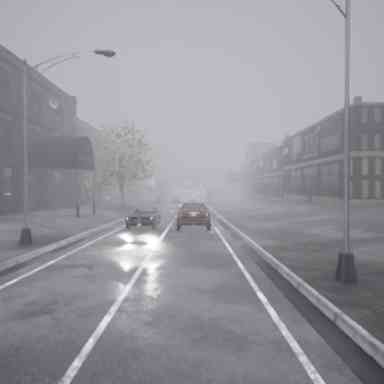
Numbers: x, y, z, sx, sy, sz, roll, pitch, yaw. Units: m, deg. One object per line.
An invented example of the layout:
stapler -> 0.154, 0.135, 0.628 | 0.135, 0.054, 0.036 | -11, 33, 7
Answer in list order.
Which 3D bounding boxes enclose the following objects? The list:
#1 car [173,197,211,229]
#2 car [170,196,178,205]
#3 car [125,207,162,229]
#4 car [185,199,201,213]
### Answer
car -> 0.091, 1.390, 21.876 | 2.097, 1.767, 4.553 | 0, 0, 0
car -> -3.044, 1.599, 62.896 | 1.837, 1.490, 4.892 | 0, 0, 0
car -> -3.106, 1.639, 21.831 | 1.895, 1.301, 4.718 | 0, 0, 0
car -> 0.085, 1.622, 40.377 | 1.837, 1.490, 4.892 | 0, 0, 0
